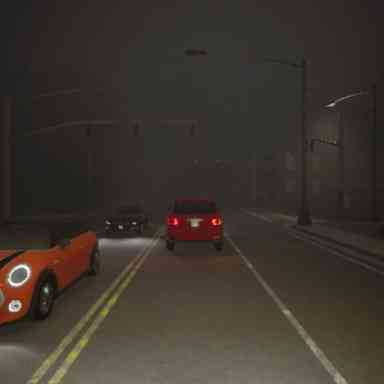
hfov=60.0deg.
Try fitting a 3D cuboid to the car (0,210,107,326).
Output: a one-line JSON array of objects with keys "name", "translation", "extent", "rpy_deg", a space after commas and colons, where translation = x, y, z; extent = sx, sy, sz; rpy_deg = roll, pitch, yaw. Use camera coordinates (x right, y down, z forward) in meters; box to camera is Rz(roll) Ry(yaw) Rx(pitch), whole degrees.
[{"name": "car", "translation": [-3.574, 1.348, 7.263], "extent": [2.097, 1.767, 4.553], "rpy_deg": [0, 0, 0]}]

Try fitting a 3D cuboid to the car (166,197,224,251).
[{"name": "car", "translation": [0.102, 1.213, 14.283], "extent": [2.150, 2.045, 5.566], "rpy_deg": [0, 0, 0]}]

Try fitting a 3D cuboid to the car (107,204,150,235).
[{"name": "car", "translation": [-3.501, 1.494, 18.789], "extent": [1.837, 1.490, 4.892], "rpy_deg": [0, 0, 0]}]
